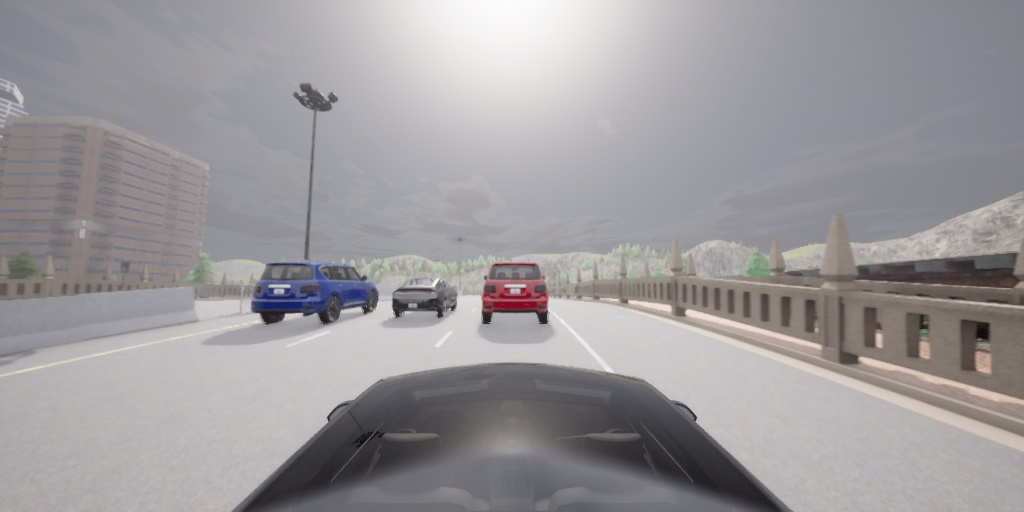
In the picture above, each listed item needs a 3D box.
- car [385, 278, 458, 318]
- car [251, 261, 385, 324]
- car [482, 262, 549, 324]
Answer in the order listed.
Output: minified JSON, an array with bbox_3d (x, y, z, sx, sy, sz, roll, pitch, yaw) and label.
[{"bbox_3d":[-3.401,1.629,14.732,2.128,1.511,4.902,0,-3,0],"label":"car"},{"bbox_3d":[-6.900,1.281,13.296,2.150,2.045,5.566,0,-3,0],"label":"car"},{"bbox_3d":[0.099,1.289,13.476,2.150,2.045,5.566,0,-3,0],"label":"car"}]
